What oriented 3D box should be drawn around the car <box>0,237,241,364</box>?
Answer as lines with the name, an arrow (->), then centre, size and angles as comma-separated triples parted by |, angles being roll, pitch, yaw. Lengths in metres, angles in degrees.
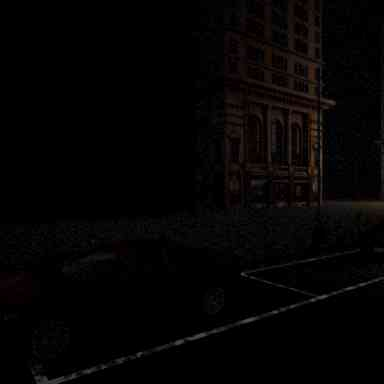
car -> -1.138, 1.544, 5.847 | 4.507, 1.381, 1.887 | 0, 0, -36

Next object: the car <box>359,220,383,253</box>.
car -> 8.030, 1.564, 12.421 | 4.313, 1.339, 1.947 | 0, 0, -36
